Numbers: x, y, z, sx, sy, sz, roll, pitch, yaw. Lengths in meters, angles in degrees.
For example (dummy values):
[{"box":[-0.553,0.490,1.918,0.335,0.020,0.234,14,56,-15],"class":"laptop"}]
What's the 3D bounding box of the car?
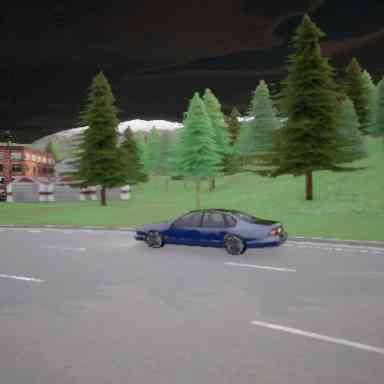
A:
[{"box":[0.546,1.294,11.793,5.357,1.411,2.033,0,1,27],"class":"car"}]
